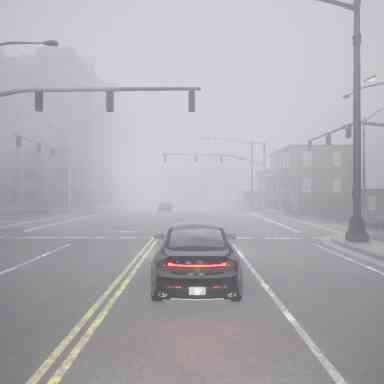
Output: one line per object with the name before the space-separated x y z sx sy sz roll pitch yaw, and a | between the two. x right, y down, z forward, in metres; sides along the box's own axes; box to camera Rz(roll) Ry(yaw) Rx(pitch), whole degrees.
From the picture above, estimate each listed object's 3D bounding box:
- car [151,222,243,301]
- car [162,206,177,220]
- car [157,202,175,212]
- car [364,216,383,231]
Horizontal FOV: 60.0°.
car | 0.092 1.505 8.304 1.837 1.490 4.892 0 0 0
car | -3.645 3.522 54.947 2.128 1.511 4.902 0 -12 0
car | -3.644 2.066 45.539 1.837 1.490 4.892 0 -5 0
car | 16.797 2.751 28.188 5.357 1.411 2.033 8 0 0
